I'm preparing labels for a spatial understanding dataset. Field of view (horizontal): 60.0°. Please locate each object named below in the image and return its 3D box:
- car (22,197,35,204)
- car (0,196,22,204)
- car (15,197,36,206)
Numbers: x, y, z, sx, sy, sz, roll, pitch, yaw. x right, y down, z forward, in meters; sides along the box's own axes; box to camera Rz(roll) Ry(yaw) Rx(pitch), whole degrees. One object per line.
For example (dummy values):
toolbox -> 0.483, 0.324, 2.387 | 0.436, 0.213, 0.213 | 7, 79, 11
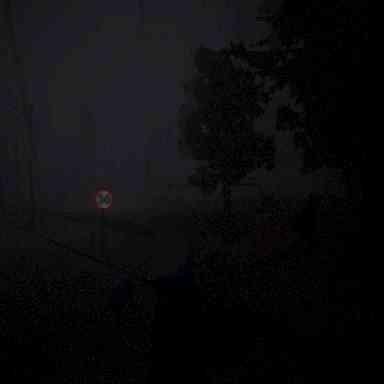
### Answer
car -> -30.785, 1.630, 61.549 | 1.853, 1.218, 4.536 | 0, 0, -8
car -> -33.217, 1.541, 60.166 | 3.633, 1.501, 1.845 | 0, 0, -26
car -> -30.792, 1.787, 61.601 | 2.038, 1.542, 4.974 | 0, 0, -8
